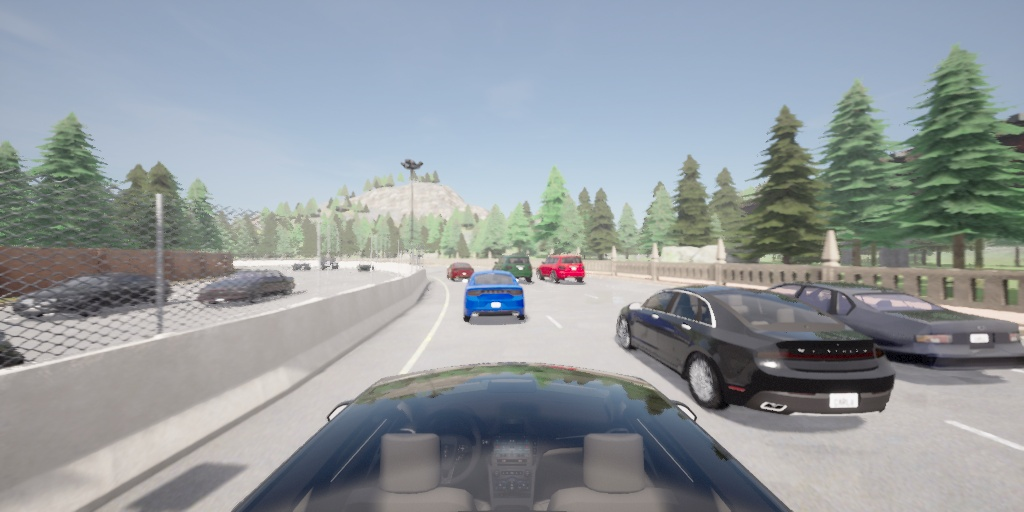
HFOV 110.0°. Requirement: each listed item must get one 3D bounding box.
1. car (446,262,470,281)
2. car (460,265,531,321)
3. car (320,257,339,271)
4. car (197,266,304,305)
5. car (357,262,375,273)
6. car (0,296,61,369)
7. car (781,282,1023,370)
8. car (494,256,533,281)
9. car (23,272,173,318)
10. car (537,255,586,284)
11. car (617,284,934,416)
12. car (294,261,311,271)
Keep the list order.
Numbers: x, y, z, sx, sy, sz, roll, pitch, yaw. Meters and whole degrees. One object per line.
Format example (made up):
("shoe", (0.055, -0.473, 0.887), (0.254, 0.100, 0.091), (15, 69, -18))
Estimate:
("car", (-4.465, 1.276, 30.621), (1.882, 1.535, 5.008), (0, 0, -16))
("car", (-0.721, 1.242, 12.660), (1.882, 1.535, 5.008), (0, 0, -6))
("car", (-27.905, 1.145, 54.588), (2.150, 2.045, 5.566), (0, 0, -35))
("car", (-12.075, 1.364, 16.876), (2.033, 1.411, 5.357), (0, 0, -10))
("car", (-19.329, 1.480, 47.482), (1.895, 1.301, 4.718), (0, 0, -29))
("car", (-7.184, 1.307, 2.645), (1.812, 1.442, 4.674), (0, 0, -1))
("car", (6.787, 1.275, 7.837), (2.033, 1.411, 5.357), (0, 0, -4))
("car", (-0.047, 0.999, 27.982), (2.150, 2.045, 5.566), (0, 0, -14))
("car", (-15.087, 1.351, 13.363), (1.812, 1.442, 4.674), (0, 0, -9))
("car", (3.669, 0.982, 27.533), (2.150, 2.045, 5.566), (0, 0, -14))
("car", (3.322, 1.245, 6.118), (1.837, 1.490, 4.892), (0, 0, -2))
("car", (-30.907, 1.496, 52.708), (1.994, 1.385, 4.181), (0, 0, -35))
